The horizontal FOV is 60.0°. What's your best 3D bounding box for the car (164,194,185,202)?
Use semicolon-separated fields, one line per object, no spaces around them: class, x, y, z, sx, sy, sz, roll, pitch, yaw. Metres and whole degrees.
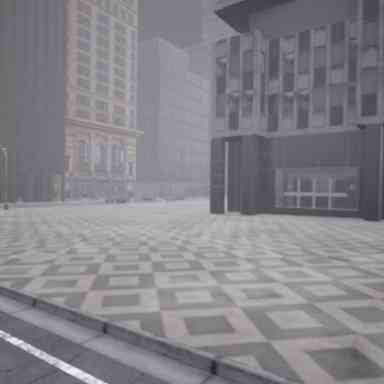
car;-3.555;1.168;68.984;2.033;1.411;5.357;1;1;35

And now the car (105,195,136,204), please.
car;-12.507;1.299;56.335;2.128;1.511;4.902;1;1;35

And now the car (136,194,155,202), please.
car;-9.375;1.234;65.957;2.128;1.511;4.902;1;1;35
